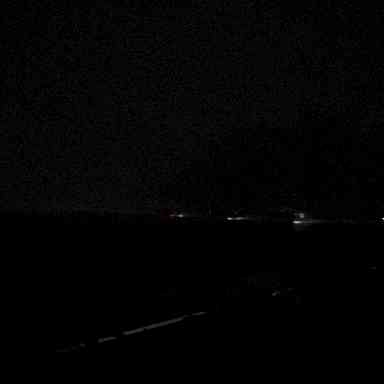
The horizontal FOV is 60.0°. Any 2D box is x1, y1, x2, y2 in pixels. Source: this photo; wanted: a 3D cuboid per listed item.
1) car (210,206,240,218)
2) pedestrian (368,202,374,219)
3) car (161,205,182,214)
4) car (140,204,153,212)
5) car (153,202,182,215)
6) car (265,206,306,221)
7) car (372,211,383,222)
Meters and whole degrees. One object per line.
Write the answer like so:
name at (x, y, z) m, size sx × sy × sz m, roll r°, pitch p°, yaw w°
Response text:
car at (4.264, 2.584, 43.838) m, size 1.837 × 1.490 × 4.892 m, roll 1°, pitch -2°, yaw -33°
pedestrian at (18.936, 1.918, 35.302) m, size 0.375 × 1.860 × 0.375 m, roll -2°, pitch 1°, yaw -33°
car at (-3.881, 3.278, 62.846) m, size 1.812 × 1.442 × 4.674 m, roll 1°, pitch -2°, yaw -33°
car at (-9.362, 3.353, 71.223) m, size 1.882 × 1.535 × 5.008 m, roll 1°, pitch -2°, yaw -33°
car at (-3.922, 2.780, 56.385) m, size 2.150 × 2.045 × 5.566 m, roll 1°, pitch -2°, yaw -33°
car at (9.818, 2.259, 35.353) m, size 1.812 × 1.442 × 4.674 m, roll 1°, pitch -2°, yaw -33°
car at (18.721, 2.037, 29.582) m, size 4.718 × 1.301 × 1.895 m, roll -2°, pitch -2°, yaw 37°
